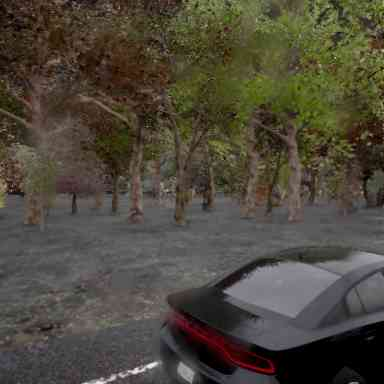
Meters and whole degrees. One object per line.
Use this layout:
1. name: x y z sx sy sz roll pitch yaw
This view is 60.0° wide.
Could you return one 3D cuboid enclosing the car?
1. car: 2.012 1.481 4.384 5.008 1.535 1.882 0 0 -33
